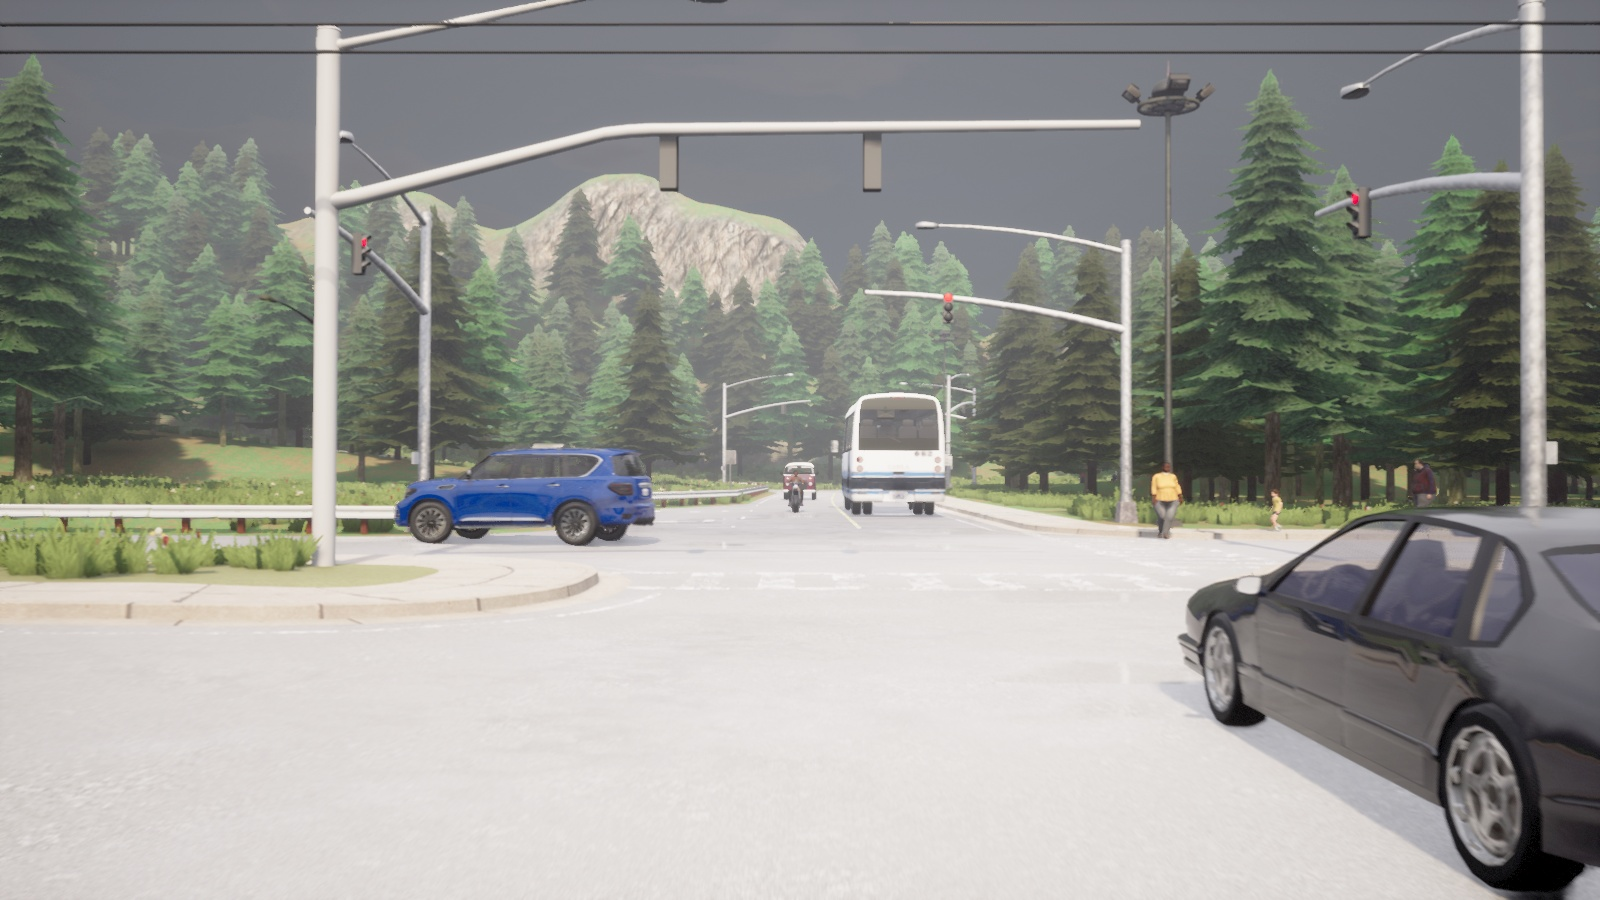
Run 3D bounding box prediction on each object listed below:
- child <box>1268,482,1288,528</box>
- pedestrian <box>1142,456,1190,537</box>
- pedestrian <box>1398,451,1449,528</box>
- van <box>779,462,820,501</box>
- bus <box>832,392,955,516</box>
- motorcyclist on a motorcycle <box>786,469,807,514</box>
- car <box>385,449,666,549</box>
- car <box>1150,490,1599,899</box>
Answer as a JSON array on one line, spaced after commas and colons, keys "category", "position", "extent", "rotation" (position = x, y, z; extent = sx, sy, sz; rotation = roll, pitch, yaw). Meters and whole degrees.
[{"category": "child", "position": [11.681, 1.344, 30.691], "extent": [0.394, 1.110, 0.255], "rotation": [0, -1, -4]}, {"category": "pedestrian", "position": [8.568, 1.086, 29.437], "extent": [0.874, 1.855, 0.900], "rotation": [0, -1, 2]}, {"category": "pedestrian", "position": [15.138, 0.947, 30.488], "extent": [0.899, 1.844, 0.634], "rotation": [0, -1, -3]}, {"category": "van", "position": [0.014, 1.684, 68.452], "extent": [2.069, 2.038, 4.480], "rotation": [0, -1, 2]}, {"category": "bus", "position": [3.354, 0.234, 48.362], "extent": [3.944, 4.253, 10.273], "rotation": [0, -1, 0]}, {"category": "motorcyclist on a motorcycle", "position": [-0.138, 1.557, 47.280], "extent": [0.766, 1.649, 2.350], "rotation": [0, -1, 0]}, {"category": "car", "position": [-5.919, 1.033, 27.310], "extent": [5.566, 2.045, 2.150], "rotation": [-1, -1, 12]}, {"category": "car", "position": [3.483, 0.948, 6.140], "extent": [2.033, 1.411, 5.357], "rotation": [0, -1, 0]}]
